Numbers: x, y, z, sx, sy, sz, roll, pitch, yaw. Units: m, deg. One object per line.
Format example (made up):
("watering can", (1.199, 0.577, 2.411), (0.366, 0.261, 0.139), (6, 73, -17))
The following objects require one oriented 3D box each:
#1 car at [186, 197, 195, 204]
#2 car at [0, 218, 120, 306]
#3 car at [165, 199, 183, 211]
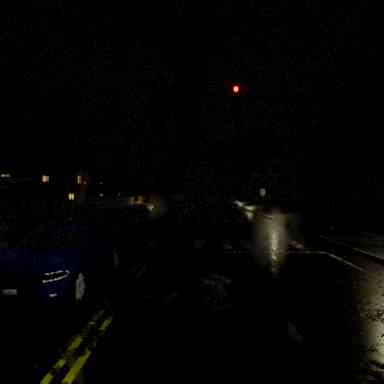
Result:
("car", (-0.259, 1.724, 71.407), (2.033, 1.411, 5.357), (0, 0, 4))
("car", (-3.177, 1.492, 8.364), (1.882, 1.535, 5.008), (0, 0, 1))
("car", (-2.199, 1.642, 41.175), (1.837, 1.490, 4.892), (0, 0, 3))
